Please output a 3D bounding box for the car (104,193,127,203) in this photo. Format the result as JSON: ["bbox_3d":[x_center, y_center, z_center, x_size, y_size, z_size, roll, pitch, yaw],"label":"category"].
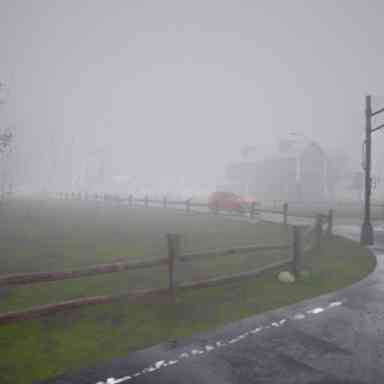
[{"bbox_3d":[-11.894,0.938,51.238,2.033,1.411,5.357,1,0,-35],"label":"car"}]

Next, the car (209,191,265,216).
[{"bbox_3d":[3.762,0.965,29.111,2.150,2.045,5.566,2,0,-35],"label":"car"}]
